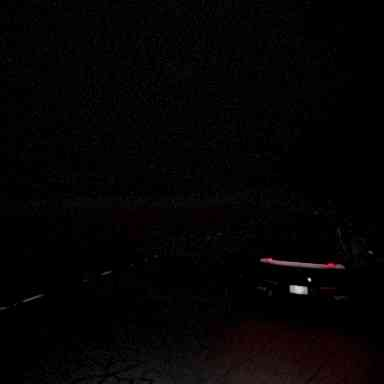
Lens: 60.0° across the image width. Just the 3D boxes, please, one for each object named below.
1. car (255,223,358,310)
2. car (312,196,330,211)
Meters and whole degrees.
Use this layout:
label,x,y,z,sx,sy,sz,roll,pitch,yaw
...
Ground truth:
label,x,y,z,sx,sy,sz,roll,pitch,yaw
car,2.844,1.499,8.018,2.128,1.511,4.902,0,0,24
car,18.725,1.588,48.151,2.150,2.045,5.566,0,-1,19
